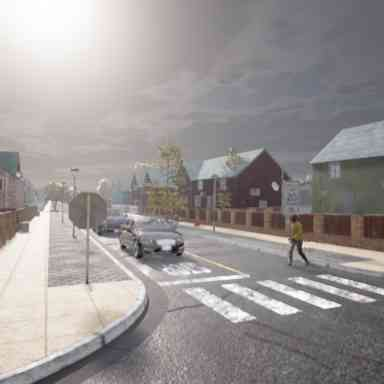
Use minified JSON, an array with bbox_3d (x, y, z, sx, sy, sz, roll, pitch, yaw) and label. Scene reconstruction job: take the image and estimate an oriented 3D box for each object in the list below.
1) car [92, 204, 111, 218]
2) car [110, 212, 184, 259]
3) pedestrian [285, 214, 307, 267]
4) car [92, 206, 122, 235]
[{"bbox_3d":[-13.135,2.700,48.172,2.097,1.767,4.553,1,-2,-23],"label":"car"},{"bbox_3d":[-1.868,1.814,14.227,2.128,1.511,4.902,1,-2,-23],"label":"car"},{"bbox_3d":[3.455,1.554,11.027,0.375,1.860,0.375,0,0,-23],"label":"pedestrian"},{"bbox_3d":[-5.615,1.933,23.028,2.097,1.767,4.553,1,-2,-23],"label":"car"}]
